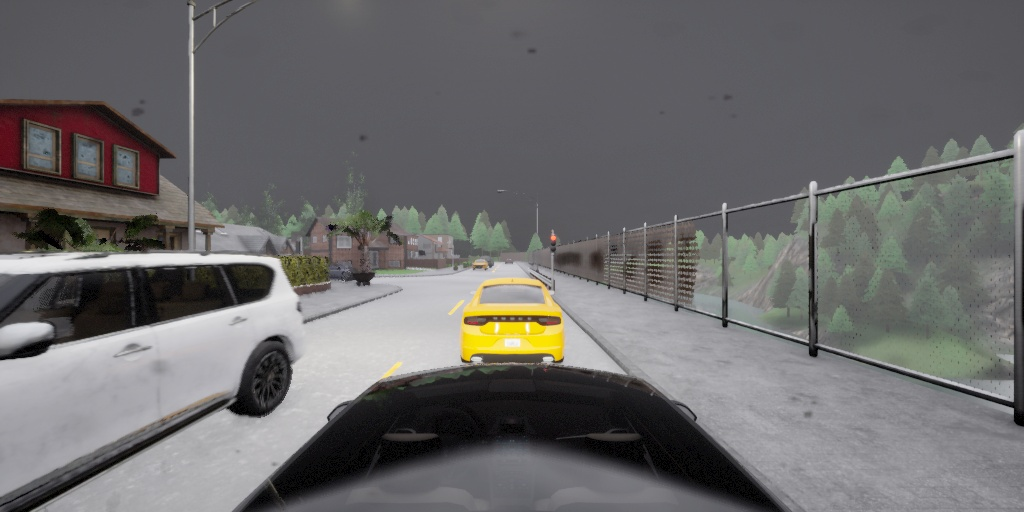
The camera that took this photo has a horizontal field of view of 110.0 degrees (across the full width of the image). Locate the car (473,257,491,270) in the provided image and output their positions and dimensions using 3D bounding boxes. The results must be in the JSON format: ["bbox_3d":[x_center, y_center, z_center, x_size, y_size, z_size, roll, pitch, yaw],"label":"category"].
[{"bbox_3d":[-4.517,1.228,51.430,1.882,1.535,5.008,0,0,0],"label":"car"}]

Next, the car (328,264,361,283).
[{"bbox_3d":[-13.354,1.314,27.585,4.181,1.385,1.994,0,0,-1],"label":"car"}]

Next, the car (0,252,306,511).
[{"bbox_3d":[-4.090,0.971,2.996,2.150,2.045,5.566,0,0,0],"label":"car"}]

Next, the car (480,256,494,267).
[{"bbox_3d":[-4.582,0.971,61.373,2.150,2.045,5.566,0,0,0],"label":"car"}]

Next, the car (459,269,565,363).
[{"bbox_3d":[0.006,1.228,8.171,1.882,1.535,5.008,0,0,0],"label":"car"}]
